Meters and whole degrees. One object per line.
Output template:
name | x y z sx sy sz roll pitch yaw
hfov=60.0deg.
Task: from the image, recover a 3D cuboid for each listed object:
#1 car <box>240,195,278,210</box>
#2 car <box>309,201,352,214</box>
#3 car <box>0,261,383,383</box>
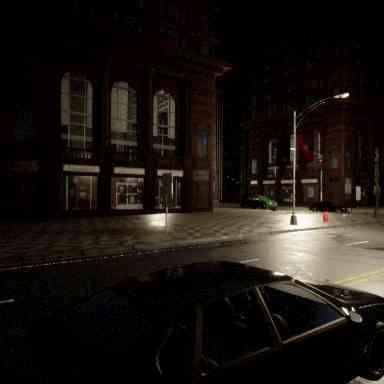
car | 8.996 1.442 45.329 2.150 2.045 5.566 1 -1 -36
car | 15.161 1.697 36.628 1.812 1.442 4.674 1 -1 -35
car | 0.380 1.548 3.712 5.357 1.411 2.033 0 0 -36
